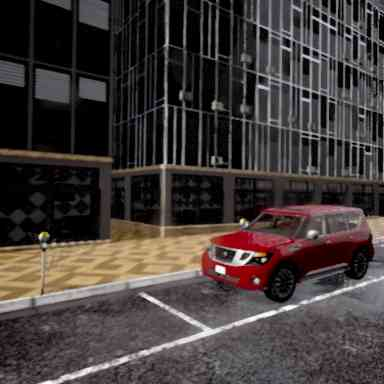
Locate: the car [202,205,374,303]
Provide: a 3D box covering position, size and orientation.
[{"bbox_3d":[2.648,1.305,8.429,5.009,1.841,2.192,0,1,-35],"label":"car"}]
